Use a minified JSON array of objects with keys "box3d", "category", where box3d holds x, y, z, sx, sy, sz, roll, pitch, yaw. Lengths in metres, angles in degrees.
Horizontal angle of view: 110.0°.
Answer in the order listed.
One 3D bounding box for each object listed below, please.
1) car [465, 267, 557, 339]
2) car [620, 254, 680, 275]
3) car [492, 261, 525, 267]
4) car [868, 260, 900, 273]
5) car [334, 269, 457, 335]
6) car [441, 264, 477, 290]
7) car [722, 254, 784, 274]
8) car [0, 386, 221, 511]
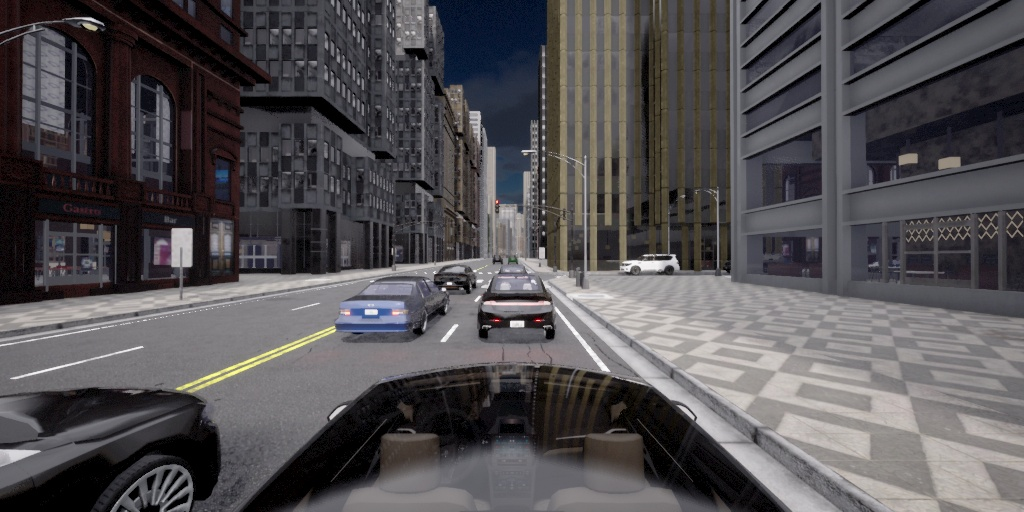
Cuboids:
[{"box3d":[0.120,1.237,10.074,2.128,1.511,4.902,0,0,0],"category":"car"},{"box3d":[13.737,0.855,35.829,5.566,2.045,2.150,0,0,0],"category":"car"},{"box3d":[0.045,1.224,19.503,2.128,1.511,4.902,0,0,0],"category":"car"},{"box3d":[37.692,1.083,35.811,5.357,1.411,2.033,0,0,0],"category":"car"},{"box3d":[-3.129,1.292,10.494,2.033,1.411,5.357,0,0,0],"category":"car"},{"box3d":[-3.101,1.208,20.263,1.882,1.535,5.008,0,0,0],"category":"car"},{"box3d":[24.162,0.809,35.829,5.566,2.045,2.150,0,0,0],"category":"car"},{"box3d":[-3.149,1.242,0.751,2.128,1.511,4.902,0,0,0],"category":"car"}]
